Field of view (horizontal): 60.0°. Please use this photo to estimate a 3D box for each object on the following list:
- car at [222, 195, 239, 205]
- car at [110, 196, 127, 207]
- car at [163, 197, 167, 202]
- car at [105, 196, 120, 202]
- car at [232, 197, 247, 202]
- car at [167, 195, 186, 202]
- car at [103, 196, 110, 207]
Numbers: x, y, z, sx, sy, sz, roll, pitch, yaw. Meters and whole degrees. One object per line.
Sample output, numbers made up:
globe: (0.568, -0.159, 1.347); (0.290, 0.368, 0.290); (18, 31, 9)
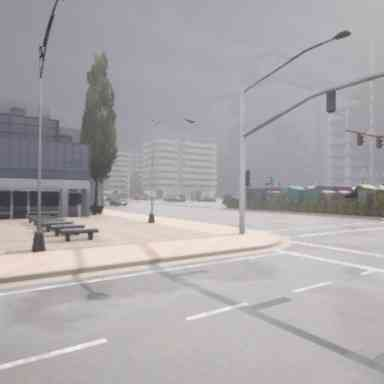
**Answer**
car: (7.723, 1.572, 65.508); (3.866, 1.878, 1.905); (1, 0, -34)
car: (-12.620, 1.706, 56.798); (2.128, 1.511, 4.902); (1, 0, -32)
car: (-4.851, 1.575, 84.189); (4.605, 1.855, 1.932); (1, 0, -34)
car: (-19.129, 1.628, 79.856); (1.837, 1.490, 4.892); (1, 0, -34)
car: (12.715, 1.980, 89.278); (3.806, 1.475, 1.970); (1, 0, -34)
car: (-3.278, 1.577, 81.758); (3.866, 1.878, 1.905); (1, 0, -34)
car: (-15.695, 1.530, 55.118); (2.097, 1.767, 4.553); (1, 0, -32)
